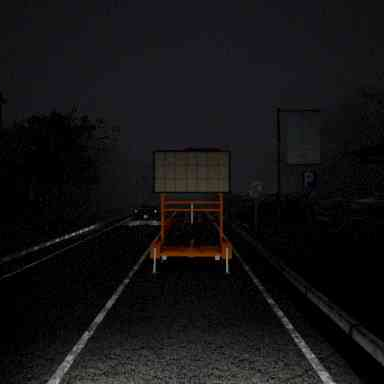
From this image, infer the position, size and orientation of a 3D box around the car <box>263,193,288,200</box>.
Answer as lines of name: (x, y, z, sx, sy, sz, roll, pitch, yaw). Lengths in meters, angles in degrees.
car: (18.576, 0.907, 74.158, 4.892, 1.521, 2.231, 0, 1, 0)

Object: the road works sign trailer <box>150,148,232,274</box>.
road works sign trailer: (0.002, 0.435, 10.495, 2.380, 3.560, 2.880, 0, 0, 2)

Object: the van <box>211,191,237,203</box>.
van: (5.661, 0.864, 59.720, 4.442, 1.987, 1.878, 0, 1, 0)

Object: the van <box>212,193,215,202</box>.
van: (5.693, 0.972, 51.313, 4.442, 1.987, 1.878, 0, 1, 0)

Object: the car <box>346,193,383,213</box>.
car: (18.697, 1.095, 32.516, 5.566, 2.045, 2.435, 0, 0, 0)

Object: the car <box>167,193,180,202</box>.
car: (-3.399, 0.786, 62.851, 2.150, 2.045, 5.566, 0, 1, 0)

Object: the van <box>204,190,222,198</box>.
van: (5.334, 0.540, 84.947, 4.442, 1.987, 1.878, 0, 1, 0)

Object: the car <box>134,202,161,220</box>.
car: (-3.413, 1.485, 26.673, 1.895, 1.301, 4.718, 0, 0, 0)

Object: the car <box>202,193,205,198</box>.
car: (5.474, 0.695, 70.931, 5.566, 2.045, 2.435, 0, 1, 0)

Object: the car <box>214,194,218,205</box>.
car: (5.637, 1.312, 42.897, 4.792, 1.488, 2.163, 0, 0, 0)

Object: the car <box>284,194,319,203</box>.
car: (18.819, 1.117, 57.504, 5.366, 1.575, 1.946, 0, 1, 0)

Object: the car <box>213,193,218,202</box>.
car: (5.594, 1.297, 45.705, 4.674, 1.452, 2.002, 0, 1, 0)

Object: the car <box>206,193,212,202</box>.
car: (5.538, 0.911, 54.112, 5.566, 2.045, 2.435, 0, 1, 0)

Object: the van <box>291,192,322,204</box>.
van: (18.760, 0.930, 54.727, 4.442, 1.987, 1.878, 0, 1, 0)

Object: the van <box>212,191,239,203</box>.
van: (5.672, 0.900, 56.917, 4.442, 1.987, 1.878, 0, 1, 0)

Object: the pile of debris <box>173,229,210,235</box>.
pile of debris: (-0.038, 2.102, 17.548, 1.860, 0.140, 1.500, 0, 0, 0)

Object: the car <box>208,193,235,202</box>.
car: (5.528, 1.055, 62.526, 4.892, 1.521, 2.231, 0, 1, 0)

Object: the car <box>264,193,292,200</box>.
car: (18.396, 0.938, 71.381, 5.366, 1.575, 1.946, 0, 1, 0)

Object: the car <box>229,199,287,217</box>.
car: (5.662, 1.404, 28.879, 4.674, 1.452, 2.002, 0, 0, 0)

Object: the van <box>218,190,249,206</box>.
van: (5.512, 1.095, 37.290, 4.442, 1.987, 1.878, 0, 0, 0)

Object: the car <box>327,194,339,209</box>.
car: (18.700, 1.316, 38.070, 5.008, 1.535, 2.097, 0, 0, 0)

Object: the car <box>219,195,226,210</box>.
car: (5.633, 1.335, 34.485, 5.008, 1.535, 2.097, 0, 0, 0)

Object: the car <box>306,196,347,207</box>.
car: (18.703, 1.280, 46.402, 4.792, 1.488, 2.163, 0, 1, 0)

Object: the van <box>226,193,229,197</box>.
van: (5.766, 1.124, 31.681, 4.442, 1.987, 1.878, 0, 0, 0)

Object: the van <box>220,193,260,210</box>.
van: (5.734, 1.076, 40.093, 4.442, 1.987, 1.878, 0, 0, 0)

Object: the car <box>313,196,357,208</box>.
car: (18.655, 1.308, 43.619, 4.792, 1.488, 2.163, 0, 1, 0)

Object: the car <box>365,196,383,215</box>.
car: (18.741, 1.360, 29.742, 5.008, 1.535, 2.097, 0, 0, 0)

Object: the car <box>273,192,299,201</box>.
car: (18.633, 0.887, 65.830, 4.553, 1.767, 2.185, 0, 1, 0)

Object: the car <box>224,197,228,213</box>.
car: (5.485, 1.375, 26.075, 5.366, 1.575, 1.946, 0, 0, 0)

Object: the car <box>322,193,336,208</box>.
car: (18.879, 1.294, 40.847, 5.366, 1.575, 1.946, 0, 0, 0)

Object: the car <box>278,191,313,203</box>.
car: (18.651, 0.833, 60.276, 5.566, 2.045, 2.435, 0, 1, 0)

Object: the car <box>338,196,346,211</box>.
car: (18.709, 1.334, 35.292, 4.892, 1.521, 2.231, 0, 0, 0)

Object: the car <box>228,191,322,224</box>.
car: (5.652, 1.140, 23.270, 5.566, 2.045, 2.435, 0, 0, 0)

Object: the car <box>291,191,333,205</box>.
car: (18.682, 0.940, 51.950, 5.566, 2.045, 2.435, 0, 1, 0)
